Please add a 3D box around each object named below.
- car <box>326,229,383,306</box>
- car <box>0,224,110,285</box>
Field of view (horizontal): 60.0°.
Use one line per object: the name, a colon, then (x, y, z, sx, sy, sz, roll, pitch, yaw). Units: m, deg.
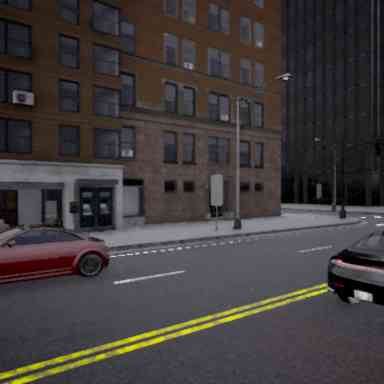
car: (4.776, 1.482, 6.850, 4.902, 1.511, 2.128, 0, 0, -35)
car: (-4.305, 1.563, 8.596, 4.181, 1.385, 1.994, 0, 0, -35)
